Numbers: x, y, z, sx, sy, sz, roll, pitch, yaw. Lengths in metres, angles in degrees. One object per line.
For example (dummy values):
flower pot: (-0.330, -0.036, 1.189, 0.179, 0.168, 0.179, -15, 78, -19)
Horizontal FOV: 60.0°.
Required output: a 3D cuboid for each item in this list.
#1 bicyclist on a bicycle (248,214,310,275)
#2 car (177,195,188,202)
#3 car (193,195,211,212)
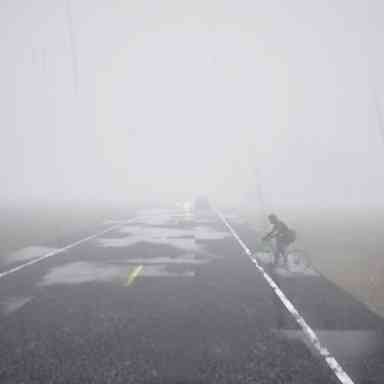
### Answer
bicyclist on a bicycle: (2.314, 1.412, 8.892, 1.656, 1.620, 0.582, 0, 0, 2)
car: (-1.786, 1.300, 62.983, 1.895, 1.301, 4.718, 0, 0, 2)
car: (1.068, 1.378, 35.381, 2.033, 1.411, 5.357, 0, 0, 1)
